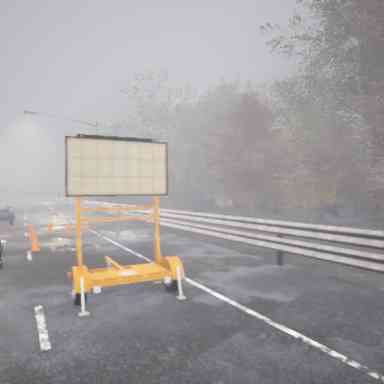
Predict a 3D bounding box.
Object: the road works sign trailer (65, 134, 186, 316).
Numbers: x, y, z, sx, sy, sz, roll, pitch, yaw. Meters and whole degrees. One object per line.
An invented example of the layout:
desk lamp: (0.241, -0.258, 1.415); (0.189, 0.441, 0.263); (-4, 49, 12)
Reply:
road works sign trailer: (-1.759, 0.499, 7.876); (2.380, 3.560, 2.880); (0, 0, -27)

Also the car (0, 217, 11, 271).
car: (-5.748, 1.623, 8.194); (2.033, 1.411, 5.357); (-1, 0, -28)

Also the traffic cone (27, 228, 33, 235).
traffic cone: (-7.227, 2.061, 15.171); (0.340, 0.580, 0.340); (-1, 0, -27)

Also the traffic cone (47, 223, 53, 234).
traffic cone: (-8.187, 2.079, 19.181); (0.340, 0.580, 0.340); (-1, 0, -27)

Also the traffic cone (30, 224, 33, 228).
traffic cone: (-8.150, 2.074, 16.946); (0.340, 0.580, 0.340); (-1, 0, -27)

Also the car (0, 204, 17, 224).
car: (-14.827, 1.693, 25.825); (2.128, 1.511, 4.902); (-1, 0, -27)

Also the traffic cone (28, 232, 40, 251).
traffic cone: (-6.304, 2.048, 13.397); (0.340, 0.580, 0.340); (-1, 0, -27)
